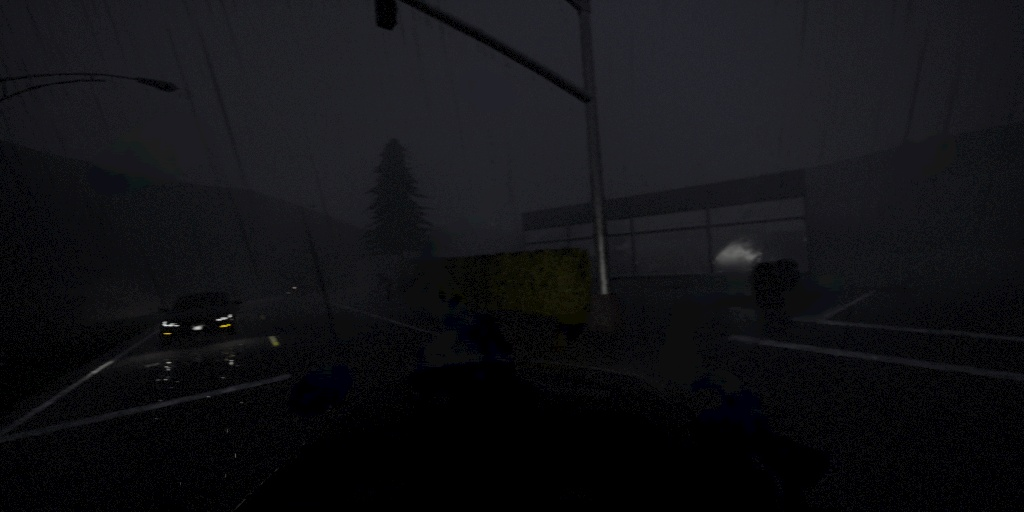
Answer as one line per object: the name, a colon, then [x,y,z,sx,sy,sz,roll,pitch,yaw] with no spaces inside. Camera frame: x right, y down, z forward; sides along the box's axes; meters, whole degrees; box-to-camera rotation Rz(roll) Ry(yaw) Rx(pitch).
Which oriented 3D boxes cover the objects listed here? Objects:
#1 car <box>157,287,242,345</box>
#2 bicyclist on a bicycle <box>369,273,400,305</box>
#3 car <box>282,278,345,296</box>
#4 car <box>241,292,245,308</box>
car: [-11.068,2.063,12.921,1.837,1.490,4.892,-4,0,-36]
bicyclist on a bicycle: [-6.746,1.695,18.908,1.656,1.620,0.582,-5,0,-37]
car: [-17.020,2.595,30.862,1.895,1.301,4.718,-4,0,27]
car: [-16.897,2.532,20.798,2.033,1.411,5.357,-4,0,-30]
